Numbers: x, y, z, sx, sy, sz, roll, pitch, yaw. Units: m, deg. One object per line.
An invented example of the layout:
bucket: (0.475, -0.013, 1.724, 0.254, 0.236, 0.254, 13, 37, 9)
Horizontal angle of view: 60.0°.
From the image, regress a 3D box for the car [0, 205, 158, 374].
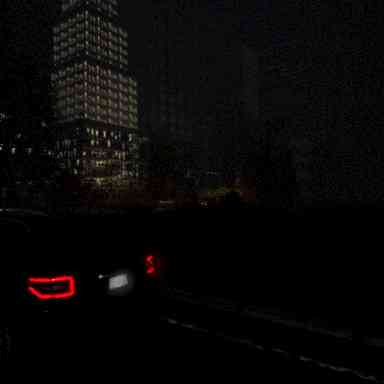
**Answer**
car: (-3.122, 1.246, 5.881, 5.566, 2.045, 2.150, 0, 0, 36)
